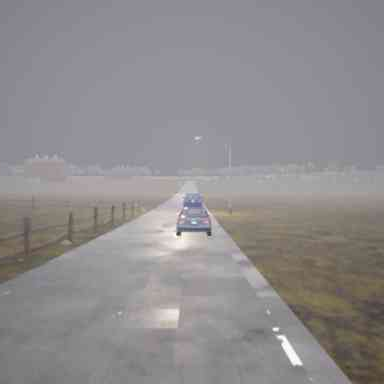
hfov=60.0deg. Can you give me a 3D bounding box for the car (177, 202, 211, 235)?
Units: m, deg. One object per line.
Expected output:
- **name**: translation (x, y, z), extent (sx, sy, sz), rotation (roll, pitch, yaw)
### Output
- **car**: translation (0.109, 1.535, 18.637), extent (2.033, 1.411, 5.357), rotation (0, 0, 0)

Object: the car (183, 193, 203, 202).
- **car**: translation (0.109, 1.096, 38.574), extent (2.150, 2.045, 5.566), rotation (0, 1, 0)
